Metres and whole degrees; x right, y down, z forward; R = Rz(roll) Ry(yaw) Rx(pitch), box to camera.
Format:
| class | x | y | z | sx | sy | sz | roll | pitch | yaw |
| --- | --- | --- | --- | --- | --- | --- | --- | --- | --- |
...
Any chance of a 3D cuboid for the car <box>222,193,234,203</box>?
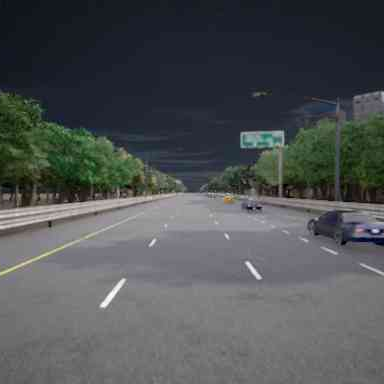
| class | x | y | z | sx | sy | sz | roll | pitch | yaw |
| --- | --- | --- | --- | --- | --- | --- | --- | --- | --- |
| car | 7.189 | 1.425 | 66.536 | 1.882 | 1.535 | 5.008 | 0 | 0 | 0 |

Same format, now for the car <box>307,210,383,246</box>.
| class | x | y | z | sx | sy | sz | roll | pitch | yaw |
| --- | --- | --- | --- | --- | --- | --- | --- | --- | --- |
| car | 7.010 | 1.546 | 15.227 | 2.033 | 1.411 | 5.357 | 0 | 0 | 0 |

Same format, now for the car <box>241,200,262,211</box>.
| class | x | y | z | sx | sy | sz | roll | pitch | yaw |
| --- | --- | --- | --- | --- | --- | --- | --- | --- | --- |
| car | 7.081 | 1.578 | 39.991 | 1.895 | 1.301 | 4.718 | 0 | 0 | 0 |
